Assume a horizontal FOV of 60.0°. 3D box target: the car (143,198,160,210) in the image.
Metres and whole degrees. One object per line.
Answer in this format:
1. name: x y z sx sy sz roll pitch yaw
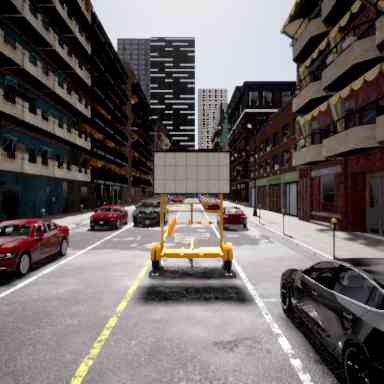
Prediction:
1. car: -5.328 1.556 44.342 1.752 1.417 4.829 1 0 0

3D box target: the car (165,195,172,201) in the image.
1. car: -5.336 1.598 61.581 1.887 1.381 4.507 1 0 0

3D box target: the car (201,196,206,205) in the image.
1. car: 2.553 1.576 44.527 1.887 1.381 4.507 1 0 0

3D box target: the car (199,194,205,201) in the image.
1. car: 2.547 1.570 56.075 1.752 1.417 4.829 0 0 0

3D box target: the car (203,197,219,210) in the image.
1. car: 2.555 1.607 38.836 1.802 1.307 4.206 1 0 0

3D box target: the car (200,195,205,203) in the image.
1. car: 2.550 1.582 50.216 1.887 1.381 4.507 1 0 0

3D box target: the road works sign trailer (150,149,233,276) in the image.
1. road works sign trailer: -0.005 0.467 10.377 2.380 3.560 2.880 0 0 0

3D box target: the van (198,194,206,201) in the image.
1. van: 2.536 1.440 84.353 1.690 1.788 3.998 0 0 0

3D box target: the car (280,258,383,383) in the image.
1. car: 2.570 1.567 4.699 1.947 1.339 4.313 1 0 0

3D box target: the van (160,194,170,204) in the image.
1. van: -5.336 1.404 67.270 1.690 1.788 3.998 1 0 0

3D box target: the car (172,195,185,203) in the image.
1. car: -2.811 1.537 65.492 1.882 1.535 5.008 0 0 1

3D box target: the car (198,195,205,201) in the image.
1. car: 2.532 1.638 90.213 1.752 1.417 4.829 0 0 0

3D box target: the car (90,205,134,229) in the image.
1. car: -5.317 1.554 21.752 1.887 1.381 4.507 1 0 0

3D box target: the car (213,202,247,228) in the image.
1. car: 2.562 1.591 21.767 1.802 1.307 4.206 1 0 0

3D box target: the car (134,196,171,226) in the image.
1. car: -2.861 1.363 23.639 2.097 1.767 4.553 0 0 0

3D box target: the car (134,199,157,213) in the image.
1. car: -5.325 1.576 38.822 2.008 1.369 4.403 1 0 0

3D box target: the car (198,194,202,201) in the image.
1. car: 2.542 1.588 67.454 1.752 1.417 4.829 0 0 0

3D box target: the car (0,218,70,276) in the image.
1. car: -5.312 1.548 10.373 1.887 1.381 4.507 1 0 0

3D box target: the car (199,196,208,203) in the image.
1. car: 2.539 1.656 72.973 1.802 1.307 4.206 0 0 0

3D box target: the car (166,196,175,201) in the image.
1. car: -5.346 1.643 84.340 1.887 1.381 4.507 0 0 0
